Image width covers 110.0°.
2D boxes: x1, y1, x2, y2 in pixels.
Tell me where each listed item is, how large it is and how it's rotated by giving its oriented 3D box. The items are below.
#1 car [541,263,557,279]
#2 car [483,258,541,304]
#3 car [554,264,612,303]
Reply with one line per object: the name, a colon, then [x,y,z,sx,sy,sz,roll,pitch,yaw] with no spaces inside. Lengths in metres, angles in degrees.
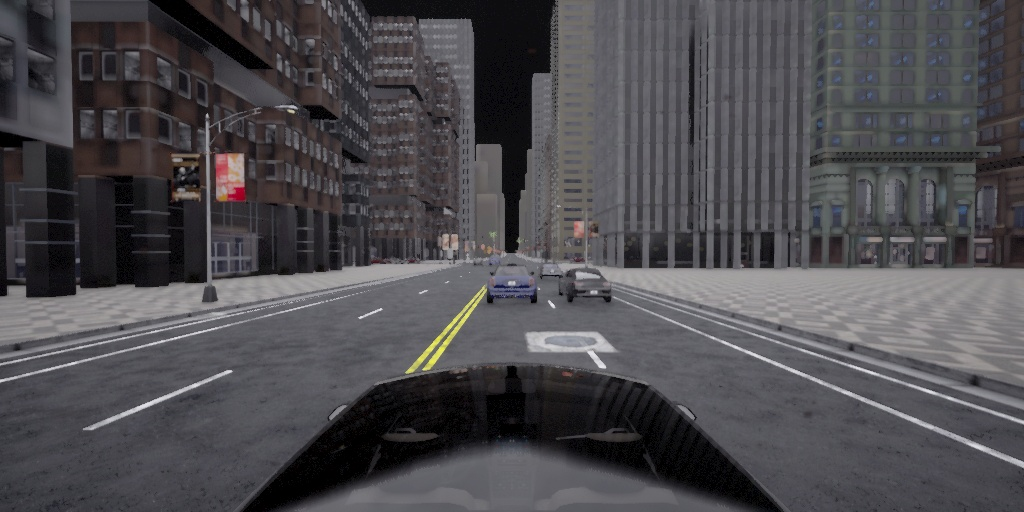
car: [3.251,1.281,31.503,2.033,1.411,5.357,0,0,0]
car: [0.001,1.103,16.471,2.097,1.767,4.553,0,0,0]
car: [3.251,1.270,16.502,1.812,1.442,4.674,0,0,0]
